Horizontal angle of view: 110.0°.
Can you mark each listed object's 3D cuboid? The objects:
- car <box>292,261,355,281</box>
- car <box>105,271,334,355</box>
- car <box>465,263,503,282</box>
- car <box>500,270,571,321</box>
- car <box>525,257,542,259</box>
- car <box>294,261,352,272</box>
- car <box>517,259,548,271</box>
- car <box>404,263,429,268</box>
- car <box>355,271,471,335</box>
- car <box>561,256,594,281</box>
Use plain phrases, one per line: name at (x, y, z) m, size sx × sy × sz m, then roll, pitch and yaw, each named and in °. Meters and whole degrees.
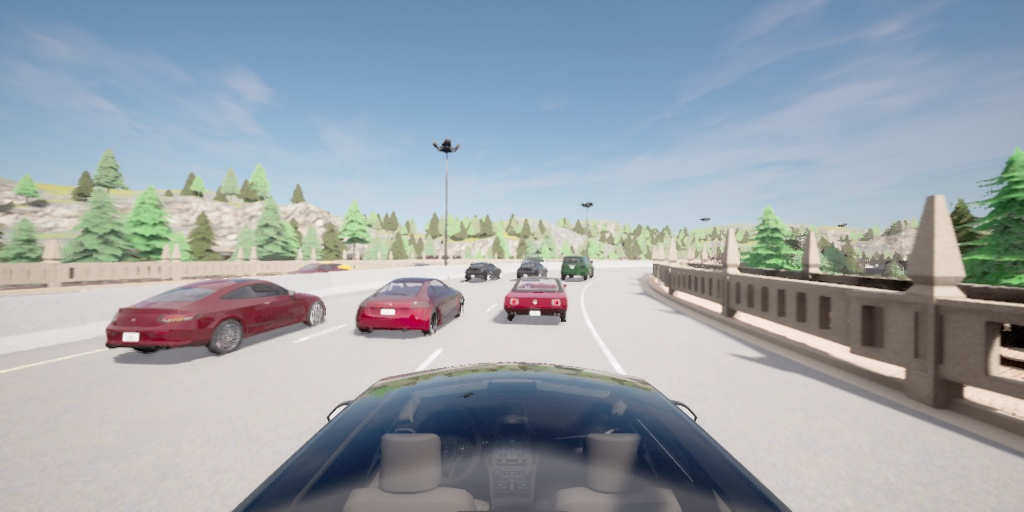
car at (-16.420, 1.224, 31.508) m, size 1.882 × 1.535 × 5.008 m, roll 0°, pitch 0°, yaw 18°
car at (-6.461, 1.251, 8.539) m, size 1.812 × 1.442 × 4.674 m, roll 0°, pitch 0°, yaw 4°
car at (-2.227, 1.276, 29.406) m, size 1.837 × 1.490 × 4.892 m, roll 0°, pitch 0°, yaw 18°
car at (0.967, 1.360, 12.521) m, size 1.895 × 1.301 × 4.718 m, roll 0°, pitch 0°, yaw 8°
car at (3.392, 1.133, 62.806) m, size 2.150 × 2.045 × 5.566 m, roll 0°, pitch 0°, yaw 38°
car at (-14.274, 1.261, 26.160) m, size 1.812 × 1.442 × 4.674 m, roll 0°, pitch 0°, yaw 15°
car at (1.796, 1.284, 30.347) m, size 1.837 × 1.490 × 4.892 m, roll 0°, pitch 0°, yaw 19°
car at (-8.691, 1.331, 32.665) m, size 1.994 × 1.385 × 4.181 m, roll 0°, pitch 0°, yaw 19°
car at (-2.747, 1.308, 10.537) m, size 1.994 × 1.385 × 4.181 m, roll 0°, pitch 0°, yaw 6°
car at (5.720, 1.007, 31.048) m, size 2.150 × 2.045 × 5.566 m, roll 0°, pitch 0°, yaw 20°
